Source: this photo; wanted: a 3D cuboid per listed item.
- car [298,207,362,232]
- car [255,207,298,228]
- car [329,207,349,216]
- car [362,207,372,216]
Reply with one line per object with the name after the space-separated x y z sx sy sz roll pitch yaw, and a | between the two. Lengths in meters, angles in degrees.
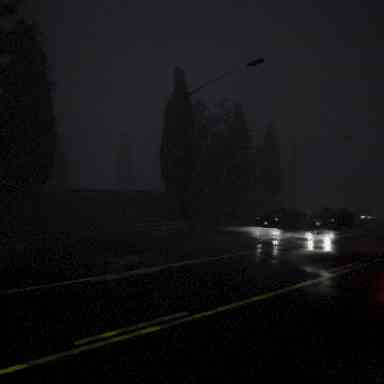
9.343 1.741 22.213 2.128 1.511 4.902 0 -1 42 | car
6.792 1.790 24.497 2.033 1.411 5.357 0 -1 42 | car
26.962 3.501 61.025 2.033 1.411 5.357 1 -2 9 | car
29.905 3.404 58.172 2.128 1.511 4.902 1 -2 13 | car
